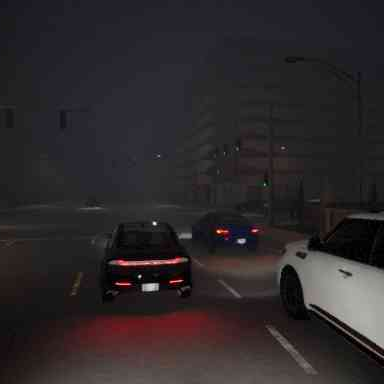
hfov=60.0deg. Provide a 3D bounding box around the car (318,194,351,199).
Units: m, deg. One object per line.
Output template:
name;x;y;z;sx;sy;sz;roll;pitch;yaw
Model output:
car;16.645;1.277;40.052;5.566;2.045;2.150;0;0;-14

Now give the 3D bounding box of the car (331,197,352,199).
car;17.854;1.581;36.739;4.674;1.442;1.812;0;0;-14

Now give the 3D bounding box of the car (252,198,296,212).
car;9.099;1.407;34.591;4.553;1.767;2.097;0;0;-14

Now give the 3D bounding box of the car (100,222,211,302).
car;-1.212;1.492;8.335;2.128;1.511;4.902;0;0;-11

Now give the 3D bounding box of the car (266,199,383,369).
car;2.985;1.221;4.219;2.150;2.045;5.566;0;0;-7

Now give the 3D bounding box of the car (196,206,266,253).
car;1.242;1.526;13.757;1.812;1.442;4.674;0;0;-12

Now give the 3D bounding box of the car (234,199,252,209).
car;7.065;1.560;37.692;4.892;1.490;1.837;0;0;-14

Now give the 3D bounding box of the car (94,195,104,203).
car;-19.301;1.478;69.062;1.882;1.535;5.008;0;0;-14

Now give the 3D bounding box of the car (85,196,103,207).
car;-14.661;1.564;49.459;1.994;1.385;4.181;0;0;-13
